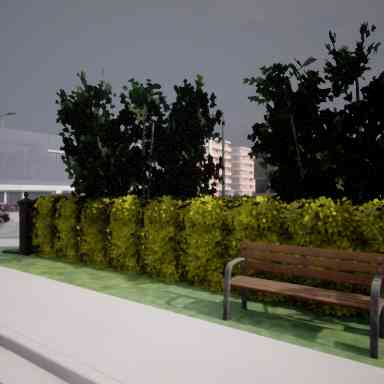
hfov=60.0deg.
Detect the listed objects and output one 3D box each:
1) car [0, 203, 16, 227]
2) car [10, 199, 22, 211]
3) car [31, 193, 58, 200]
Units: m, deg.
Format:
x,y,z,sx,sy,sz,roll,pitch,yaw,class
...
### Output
x,y,z,sx,sy,sz,roll,pitch,yaw,class
-13.777,1.597,20.327,1.895,1.301,4.718,0,0,35,car
-19.070,1.502,37.534,2.033,1.411,5.357,0,0,35,car
-15.244,1.167,36.865,2.150,2.045,5.566,0,0,36,car
